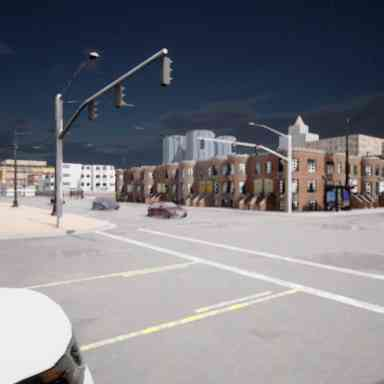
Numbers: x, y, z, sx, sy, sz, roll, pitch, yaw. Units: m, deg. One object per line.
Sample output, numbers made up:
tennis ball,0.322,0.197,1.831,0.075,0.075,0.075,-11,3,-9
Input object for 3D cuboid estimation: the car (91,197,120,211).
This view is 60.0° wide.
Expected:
car,-10.472,1.360,40.168,2.097,1.767,4.553,0,0,-36

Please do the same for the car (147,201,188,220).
car,-2.256,1.533,28.800,1.812,1.442,4.674,0,0,-36

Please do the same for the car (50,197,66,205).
car,-23.543,1.515,58.389,1.837,1.490,4.892,0,-1,-35

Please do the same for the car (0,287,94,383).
car,-3.274,1.221,1.435,5.566,2.045,2.150,0,0,-35
